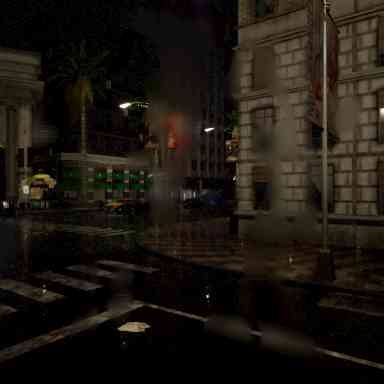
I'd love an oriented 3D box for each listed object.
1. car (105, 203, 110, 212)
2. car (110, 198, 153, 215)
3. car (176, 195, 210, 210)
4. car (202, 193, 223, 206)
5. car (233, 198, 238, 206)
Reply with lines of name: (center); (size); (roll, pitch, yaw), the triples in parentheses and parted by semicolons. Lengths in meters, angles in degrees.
car: (-7.648, 1.478, 38.092); (1.882, 1.535, 5.008); (0, 0, 37)
car: (-5.964, 1.564, 34.465); (1.994, 1.385, 4.181); (0, 0, 36)
car: (-0.062, 1.526, 42.496); (1.812, 1.442, 4.674); (0, 0, 37)
car: (2.524, 1.221, 51.466); (2.150, 2.045, 5.566); (0, 0, 42)
car: (8.928, 1.212, 52.941); (5.566, 2.045, 2.150); (-2, 1, -41)
